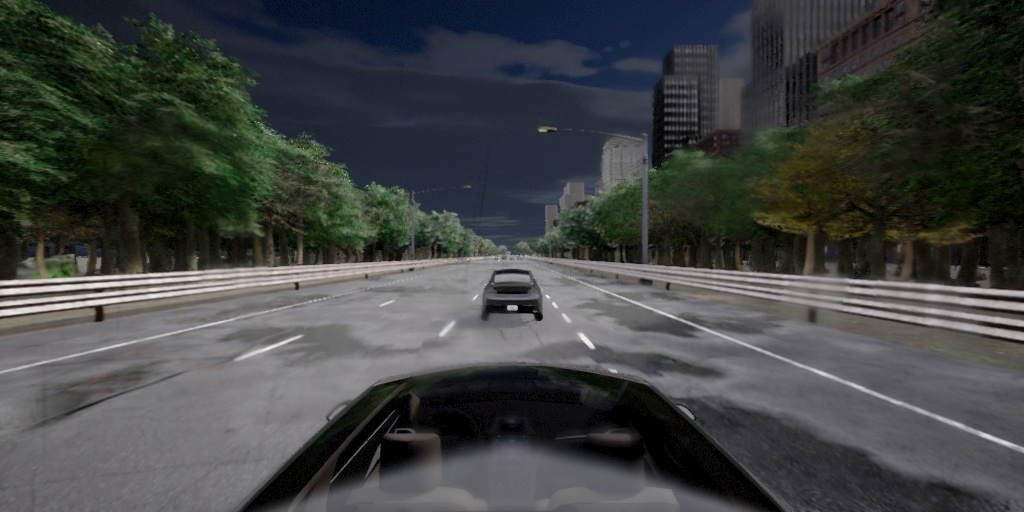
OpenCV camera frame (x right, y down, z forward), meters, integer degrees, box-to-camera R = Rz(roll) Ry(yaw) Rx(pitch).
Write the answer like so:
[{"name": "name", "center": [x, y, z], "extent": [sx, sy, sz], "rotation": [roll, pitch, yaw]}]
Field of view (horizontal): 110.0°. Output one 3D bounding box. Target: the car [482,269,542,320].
[{"name": "car", "center": [0.005, 1.201, 12.543], "extent": [1.837, 1.490, 4.892], "rotation": [0, 0, 0]}]
